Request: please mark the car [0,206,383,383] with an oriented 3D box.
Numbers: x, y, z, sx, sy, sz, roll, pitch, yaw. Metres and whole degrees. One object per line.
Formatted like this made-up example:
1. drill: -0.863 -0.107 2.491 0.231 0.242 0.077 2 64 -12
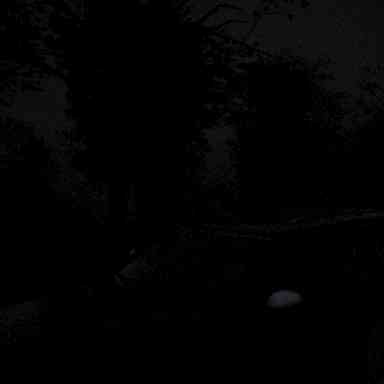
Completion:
1. car: 0.628 1.228 3.606 5.566 2.045 2.150 0 0 -36
